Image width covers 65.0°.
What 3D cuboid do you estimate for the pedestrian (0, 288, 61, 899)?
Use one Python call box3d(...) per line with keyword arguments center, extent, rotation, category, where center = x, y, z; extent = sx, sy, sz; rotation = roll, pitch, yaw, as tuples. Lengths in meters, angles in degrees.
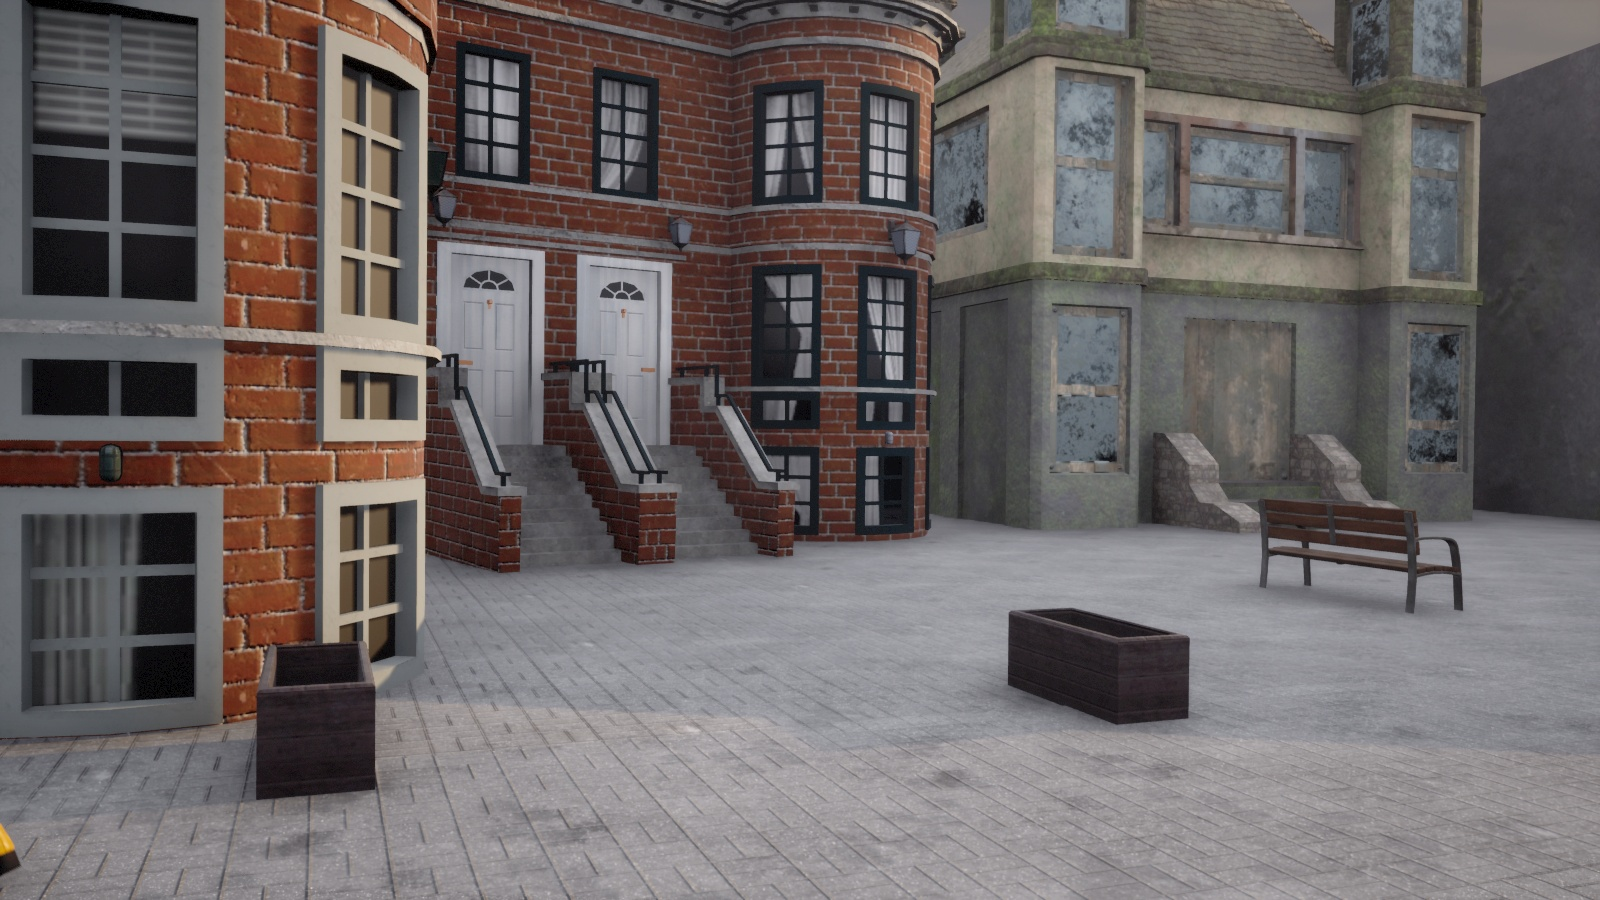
box3d(center=(-2.912, 0.476, 3.851), extent=(0.873, 1.952, 0.659), rotation=(-1, 1, -2), category="pedestrian")
